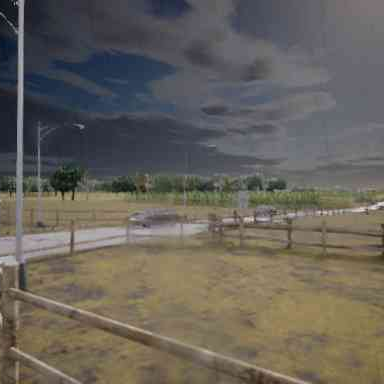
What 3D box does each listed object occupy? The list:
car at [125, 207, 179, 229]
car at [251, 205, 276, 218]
[{"bbox_3d":[-3.016,1.968,25.911,2.128,1.511,4.902,1,-1,35],"label":"car"},{"bbox_3d":[9.443,2.510,43.640,1.837,1.490,4.892,1,-2,35],"label":"car"}]
